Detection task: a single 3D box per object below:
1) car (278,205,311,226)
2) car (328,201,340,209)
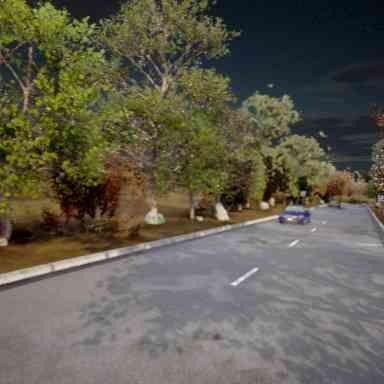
[{"bbox_3d":[8.027,1.725,25.701,1.812,1.442,4.674,3,1,27],"label":"car"},{"bbox_3d":[26.708,2.316,62.382,1.994,1.385,4.181,3,1,27],"label":"car"}]
